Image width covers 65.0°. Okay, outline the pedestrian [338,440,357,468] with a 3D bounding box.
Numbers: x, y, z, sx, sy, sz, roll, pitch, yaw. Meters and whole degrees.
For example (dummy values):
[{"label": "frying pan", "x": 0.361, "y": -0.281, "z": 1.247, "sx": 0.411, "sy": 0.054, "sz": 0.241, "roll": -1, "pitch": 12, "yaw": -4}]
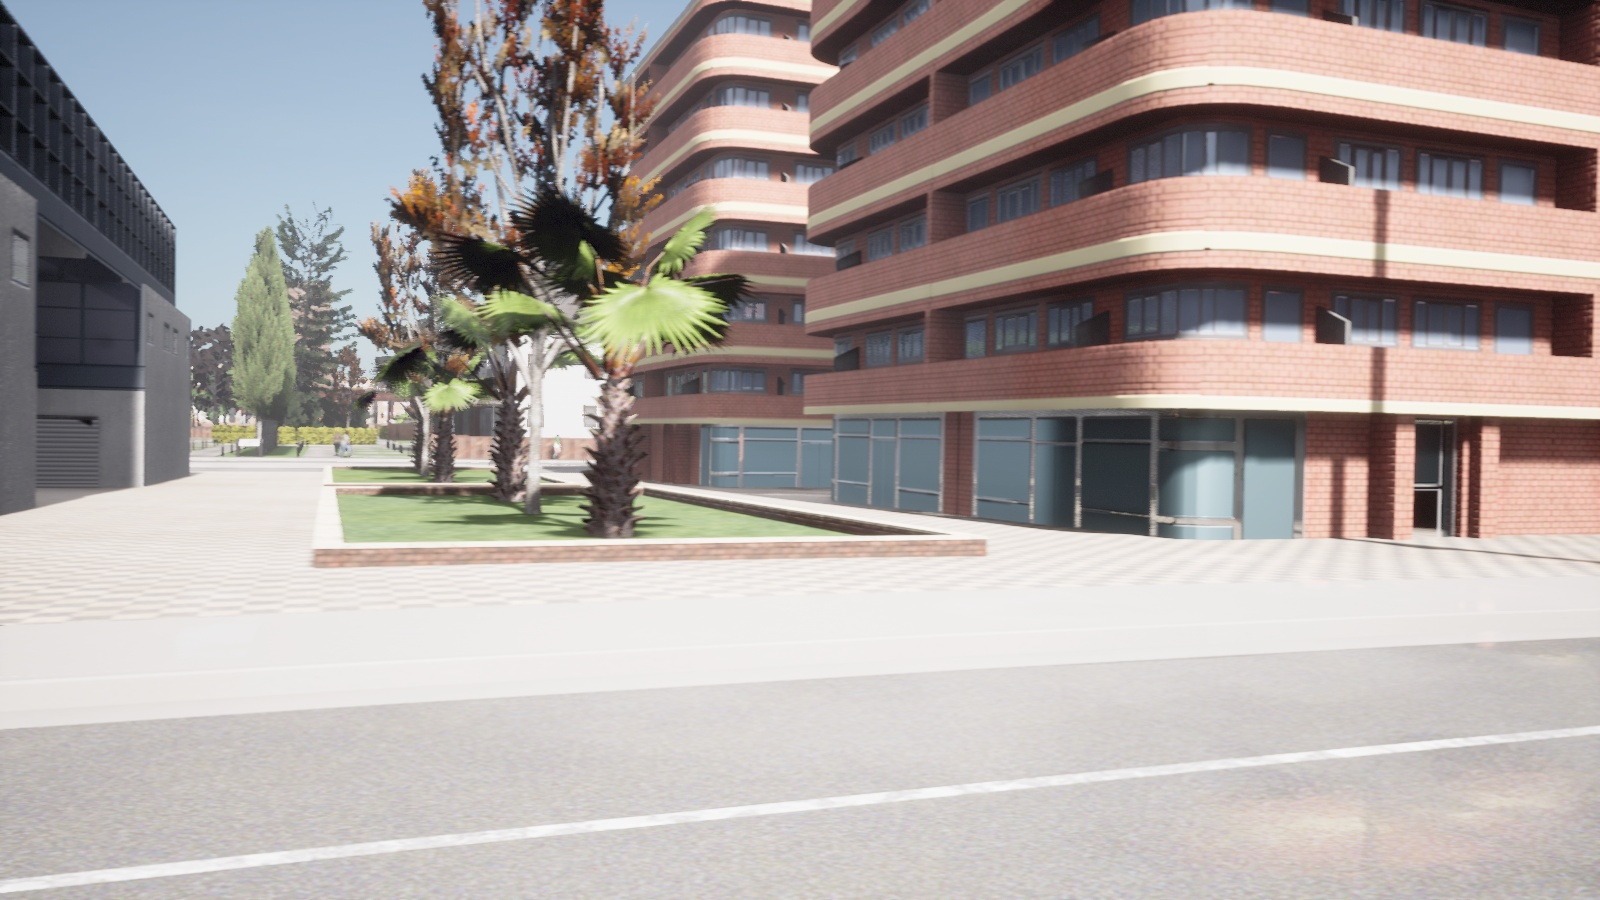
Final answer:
[{"label": "pedestrian", "x": -30.177, "y": 0.245, "z": 83.791, "sx": 0.900, "sy": 1.855, "sz": 0.874, "roll": 0, "pitch": 1, "yaw": 0}]
